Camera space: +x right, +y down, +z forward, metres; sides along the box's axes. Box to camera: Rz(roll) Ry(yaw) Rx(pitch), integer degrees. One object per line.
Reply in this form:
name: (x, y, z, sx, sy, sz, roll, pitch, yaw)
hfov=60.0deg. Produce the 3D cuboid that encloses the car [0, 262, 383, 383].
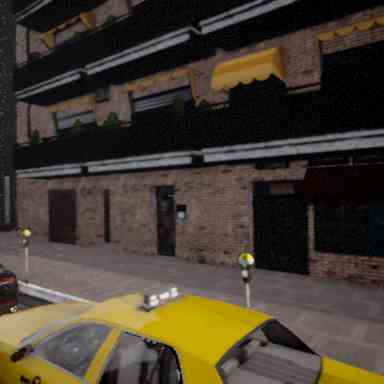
car: (-0.485, 1.545, 3.078, 4.829, 1.417, 1.752, -1, -1, 36)
